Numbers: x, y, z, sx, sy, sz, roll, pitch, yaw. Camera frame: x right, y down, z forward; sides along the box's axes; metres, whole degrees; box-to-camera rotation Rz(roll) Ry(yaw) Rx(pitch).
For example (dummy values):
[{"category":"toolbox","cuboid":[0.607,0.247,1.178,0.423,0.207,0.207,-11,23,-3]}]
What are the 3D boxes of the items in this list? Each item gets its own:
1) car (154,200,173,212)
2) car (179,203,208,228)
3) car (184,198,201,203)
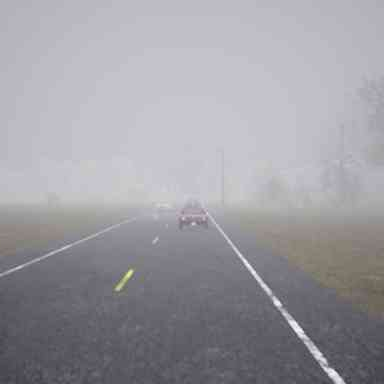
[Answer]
[{"category":"car","cuboid":[-3.493,1.720,41.672,1.812,1.442,4.674,0,0,0]},{"category":"car","cuboid":[0.103,1.706,22.983,1.895,1.301,4.718,0,0,0]},{"category":"car","cuboid":[0.107,1.542,41.496,2.097,1.767,4.553,0,0,0]}]
